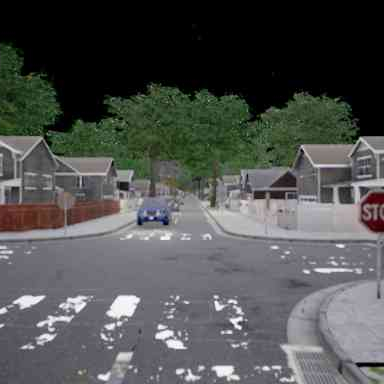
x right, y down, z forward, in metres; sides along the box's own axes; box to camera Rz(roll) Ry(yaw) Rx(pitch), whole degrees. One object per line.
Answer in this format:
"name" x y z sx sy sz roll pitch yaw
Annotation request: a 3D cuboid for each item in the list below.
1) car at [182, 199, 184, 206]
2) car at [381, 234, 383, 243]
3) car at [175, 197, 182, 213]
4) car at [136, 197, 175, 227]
"car" -2.666 1.876 67.150 2.097 1.767 4.553 0 -1 0
"car" 10.179 1.574 13.354 4.902 1.511 2.128 0 0 0
"car" -2.698 1.670 42.578 2.097 1.767 4.553 0 -1 0
"car" -2.716 1.401 24.996 2.150 2.045 5.566 0 0 0
